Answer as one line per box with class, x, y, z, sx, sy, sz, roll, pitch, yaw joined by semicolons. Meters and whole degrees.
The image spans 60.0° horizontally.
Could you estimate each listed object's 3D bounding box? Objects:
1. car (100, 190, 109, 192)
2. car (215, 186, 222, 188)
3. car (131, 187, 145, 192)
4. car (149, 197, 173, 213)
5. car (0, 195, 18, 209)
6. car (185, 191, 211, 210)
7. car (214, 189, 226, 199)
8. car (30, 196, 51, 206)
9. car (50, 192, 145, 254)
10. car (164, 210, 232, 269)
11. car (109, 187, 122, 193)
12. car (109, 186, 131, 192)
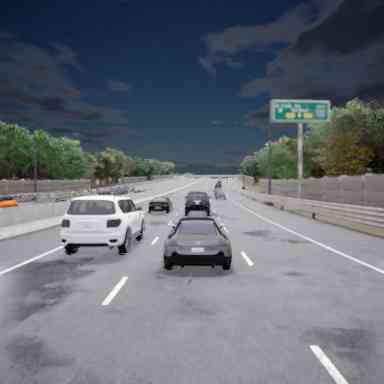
car;-18.798;0.217;71.534;1.895;1.301;4.718;0;2;3
car;6.099;-0.078;76.997;2.033;1.411;5.357;0;2;4
car;-11.654;0.113;73.641;1.895;1.301;4.718;0;2;4
car;-2.932;1.166;31.785;1.882;1.535;5.008;0;1;2
car;-17.203;1.086;28.959;2.097;1.767;4.553;0;1;2
car;0.514;0.946;29.838;2.150;2.045;5.566;0;1;1
car;5.059;0.507;59.797;2.033;1.411;5.357;0;2;3
car;-13.631;1.179;31.762;2.128;1.511;4.902;0;1;2
car;-3.304;1.158;13.294;2.150;2.045;5.566;0;0;1
car;0.175;1.520;11.012;1.994;1.385;4.181;0;0;1
car;-18.286;-0.522;79.520;1.994;1.385;4.181;0;3;4
car;-15.305;-0.148;71.297;2.150;2.045;5.566;0;2;3
